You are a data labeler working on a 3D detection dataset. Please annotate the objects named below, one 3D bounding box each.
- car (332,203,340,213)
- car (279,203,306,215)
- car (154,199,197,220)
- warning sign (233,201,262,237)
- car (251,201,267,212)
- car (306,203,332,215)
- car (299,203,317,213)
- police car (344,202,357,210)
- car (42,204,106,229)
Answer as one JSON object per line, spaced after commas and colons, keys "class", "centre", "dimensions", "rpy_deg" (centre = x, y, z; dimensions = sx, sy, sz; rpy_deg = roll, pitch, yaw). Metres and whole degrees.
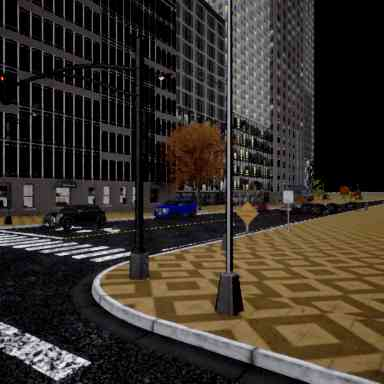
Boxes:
{"class": "car", "centre": [23.089, 2.574, 54.707], "dimensions": [1.837, 1.490, 4.892], "rpy_deg": [0, -1, 33]}
{"class": "car", "centre": [13.820, 2.402, 46.406], "dimensions": [2.033, 1.411, 5.357], "rpy_deg": [0, -1, 33]}
{"class": "car", "centre": [-1.630, 1.734, 34.700], "dimensions": [2.150, 2.045, 5.566], "rpy_deg": [0, 0, 33]}
{"class": "warning sign", "centre": [3.102, 1.454, 18.567], "dimensions": [1.300, 1.860, 1.060], "rpy_deg": [1, 1, 33]}
{"class": "car", "centre": [10.374, 2.265, 53.174], "dimensions": [2.097, 1.767, 4.553], "rpy_deg": [0, -1, 33]}
{"class": "car", "centre": [17.692, 2.397, 46.320], "dimensions": [1.837, 1.490, 4.892], "rpy_deg": [0, -1, 33]}
{"class": "car", "centre": [19.135, 2.533, 54.745], "dimensions": [1.837, 1.490, 4.892], "rpy_deg": [0, -1, 33]}
{"class": "police car", "centre": [31.505, 2.738, 65.842], "dimensions": [1.930, 1.638, 5.238], "rpy_deg": [0, -1, 33]}
{"class": "car", "centre": [-8.455, 1.648, 24.110], "dimensions": [2.097, 1.767, 4.553], "rpy_deg": [0, -1, 33]}
